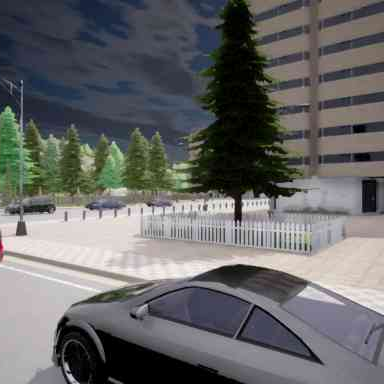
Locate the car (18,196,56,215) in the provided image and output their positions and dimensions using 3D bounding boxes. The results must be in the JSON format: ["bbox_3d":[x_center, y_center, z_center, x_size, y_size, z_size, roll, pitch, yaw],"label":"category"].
[{"bbox_3d":[-16.246,1.352,33.606,2.097,1.767,4.553,0,0,35],"label":"car"}]

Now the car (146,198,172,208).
[{"bbox_3d":[-4.904,1.564,49.513,1.994,1.385,4.181,0,0,36],"label":"car"}]

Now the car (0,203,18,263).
[{"bbox_3d":[-7.383,1.221,9.207,5.566,2.045,2.150,0,0,36],"label":"car"}]

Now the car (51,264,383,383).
[{"bbox_3d":[0.306,1.564,3.774,4.181,1.385,1.994,0,0,35],"label":"car"}]

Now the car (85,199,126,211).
[{"bbox_3d":[-10.668,1.547,41.441,2.033,1.411,5.357,0,0,35],"label":"car"}]
